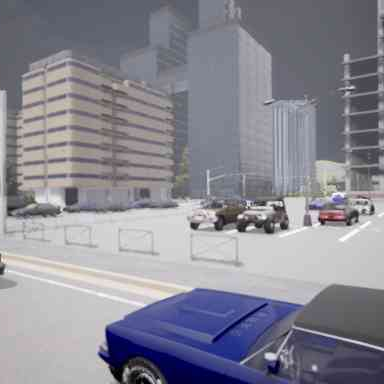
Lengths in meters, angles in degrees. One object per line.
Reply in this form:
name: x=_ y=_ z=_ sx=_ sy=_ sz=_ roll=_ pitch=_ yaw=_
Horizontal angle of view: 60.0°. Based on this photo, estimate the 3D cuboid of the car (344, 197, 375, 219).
car: x=16.055 y=1.445 z=31.503 sx=1.970 sy=1.475 sz=3.806 roll=-1 pitch=0 yaw=34

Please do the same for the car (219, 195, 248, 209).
car: x=6.603 y=1.468 z=52.629 sx=2.150 sy=2.045 sz=5.566 roll=-1 pitch=-1 yaw=35

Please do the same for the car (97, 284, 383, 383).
car: x=1.297 y=1.607 z=3.062 sx=4.718 sy=1.301 sz=1.895 roll=-1 pitch=0 yaw=35

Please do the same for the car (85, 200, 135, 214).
car: x=-9.965 y=1.861 z=40.823 sx=2.033 sy=1.411 sz=5.357 roll=-1 pitch=0 yaw=34

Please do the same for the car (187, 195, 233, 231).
car: x=1.664 y=1.255 z=20.212 sx=1.932 sy=1.855 sz=4.605 roll=-1 pitch=0 yaw=34

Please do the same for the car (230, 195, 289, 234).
car: x=4.032 y=1.229 z=18.547 sx=1.905 sy=1.878 sz=3.866 roll=-1 pitch=0 yaw=34

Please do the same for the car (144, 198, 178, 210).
car: x=-4.175 y=1.863 z=49.440 sx=2.033 sy=1.411 sz=5.357 roll=-1 pitch=0 yaw=34

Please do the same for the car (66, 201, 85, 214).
car: x=-13.533 y=1.895 z=41.797 sx=2.033 sy=1.411 sz=5.357 roll=-1 pitch=0 yaw=34

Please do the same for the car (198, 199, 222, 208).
car: x=2.992 y=1.845 z=53.511 sx=1.994 sy=1.385 sz=4.181 roll=-1 pitch=0 yaw=34

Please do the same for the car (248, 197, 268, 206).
car: x=12.142 y=1.754 z=60.872 sx=1.837 sy=1.490 sz=4.892 roll=-1 pitch=0 yaw=34

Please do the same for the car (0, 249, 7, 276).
car: x=-7.115 y=1.655 z=8.953 sx=5.357 sy=1.411 sz=2.033 roll=-1 pitch=0 yaw=35

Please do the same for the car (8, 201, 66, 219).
car: x=-15.294 y=1.837 z=32.850 sx=1.812 sy=1.442 sz=4.674 roll=-1 pitch=0 yaw=34

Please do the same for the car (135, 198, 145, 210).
car: x=-7.860 y=1.702 z=50.196 sx=2.097 sy=1.767 sz=4.553 roll=-1 pitch=0 yaw=35

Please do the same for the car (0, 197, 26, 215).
car: x=-19.243 y=1.568 z=33.289 sx=2.150 sy=2.045 sz=5.566 roll=-1 pitch=0 yaw=34
